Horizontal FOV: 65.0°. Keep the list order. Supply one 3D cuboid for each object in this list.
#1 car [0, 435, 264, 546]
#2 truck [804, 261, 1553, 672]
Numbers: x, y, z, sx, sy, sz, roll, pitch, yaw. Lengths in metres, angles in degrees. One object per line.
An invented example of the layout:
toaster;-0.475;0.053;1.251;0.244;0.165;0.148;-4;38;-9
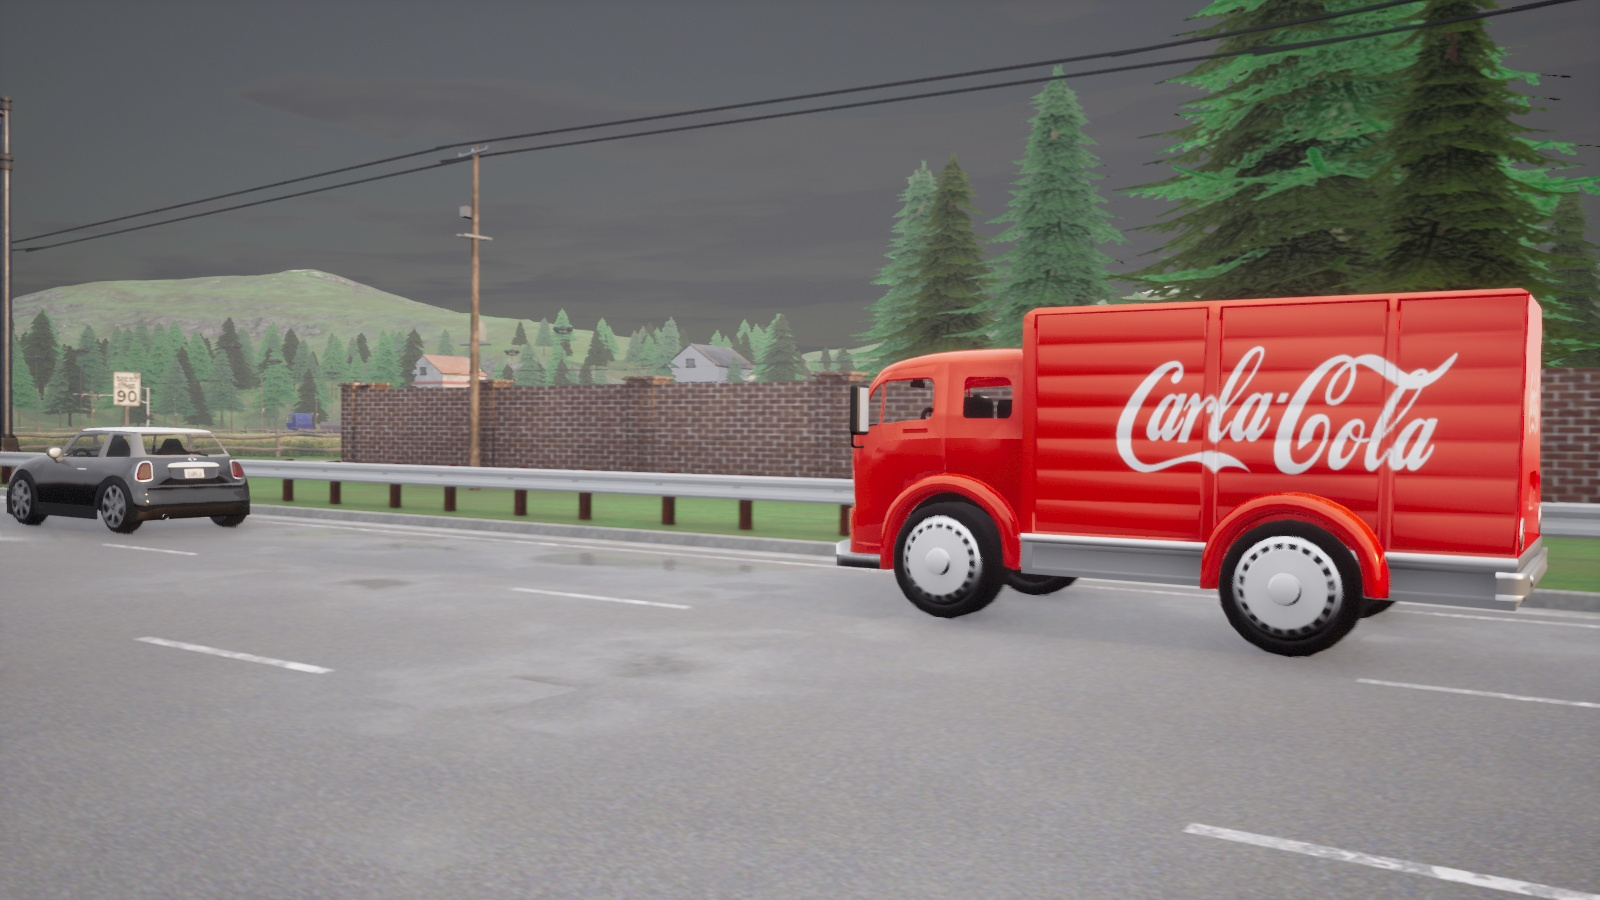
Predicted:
car;-10.018;0.533;18.681;3.806;1.475;1.970;0;1;34
truck;2.935;0.080;10.067;5.204;2.467;2.627;0;1;34
